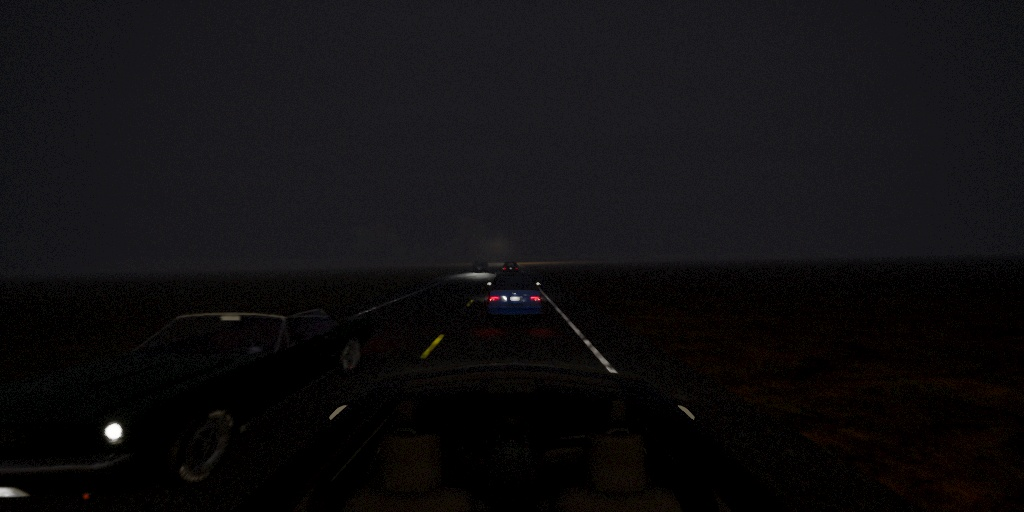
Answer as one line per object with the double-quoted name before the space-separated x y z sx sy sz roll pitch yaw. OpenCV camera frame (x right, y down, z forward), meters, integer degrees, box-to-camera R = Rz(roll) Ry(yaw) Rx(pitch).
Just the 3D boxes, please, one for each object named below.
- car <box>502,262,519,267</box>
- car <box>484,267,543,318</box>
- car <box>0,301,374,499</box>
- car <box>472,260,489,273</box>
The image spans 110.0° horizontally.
"car" -0.161 1.328 39.134 2.033 1.411 5.357 0 0 -1
"car" 0.071 1.303 13.019 2.033 1.411 5.357 0 0 0
"car" -3.606 1.352 4.731 1.895 1.301 4.718 0 0 0
"car" -3.939 1.279 45.179 2.128 1.511 4.902 0 0 -1
